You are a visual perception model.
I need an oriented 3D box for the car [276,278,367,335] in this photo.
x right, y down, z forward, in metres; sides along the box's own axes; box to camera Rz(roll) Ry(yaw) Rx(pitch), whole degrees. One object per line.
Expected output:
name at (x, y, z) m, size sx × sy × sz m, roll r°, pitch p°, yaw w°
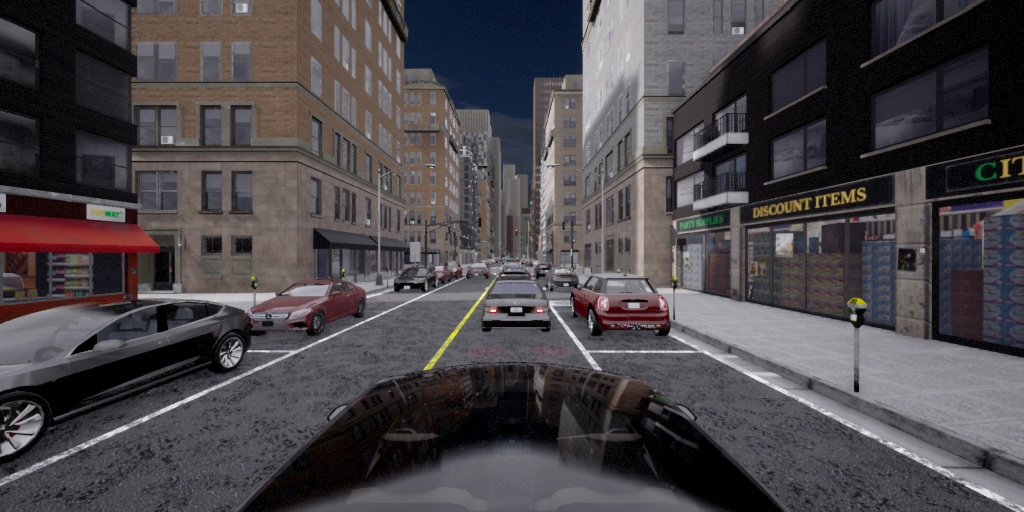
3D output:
car at (-5.649, 1.331, 10.394) m, size 1.802 × 1.307 × 4.207 m, roll 0°, pitch 0°, yaw 0°

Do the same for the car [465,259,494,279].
car at (-2.936, 1.278, 32.091) m, size 1.812 × 1.442 × 4.674 m, roll 0°, pitch 0°, yaw 1°

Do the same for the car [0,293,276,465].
car at (-5.664, 1.315, 4.892) m, size 1.948 × 1.339 × 4.313 m, roll 0°, pitch 0°, yaw 0°

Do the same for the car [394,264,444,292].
car at (-5.620, 1.316, 21.396) m, size 1.948 × 1.339 × 4.313 m, roll 0°, pitch 0°, yaw 0°

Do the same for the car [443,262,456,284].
car at (-5.605, 1.333, 26.897) m, size 1.802 × 1.307 × 4.207 m, roll 0°, pitch 0°, yaw 0°

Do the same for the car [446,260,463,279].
car at (-5.590, 1.192, 32.399) m, size 1.967 × 1.591 × 4.097 m, roll 0°, pitch 0°, yaw 0°

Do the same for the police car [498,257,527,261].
police car at (0.074, 1.178, 31.386) m, size 1.930 × 1.638 × 5.238 m, roll 0°, pitch 0°, yaw 0°

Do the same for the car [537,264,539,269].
car at (2.935, 1.319, 32.376) m, size 1.948 × 1.339 × 4.313 m, roll 0°, pitch 0°, yaw 0°

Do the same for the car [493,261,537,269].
car at (0.148, 1.242, 21.367) m, size 2.128 × 1.511 × 4.902 m, roll 0°, pitch 0°, yaw 0°

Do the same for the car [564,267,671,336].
car at (2.877, 1.189, 10.371) m, size 1.967 × 1.591 × 4.097 m, roll 0°, pitch 0°, yaw 0°

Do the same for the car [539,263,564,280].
car at (2.906, 1.301, 21.373) m, size 2.007 × 1.370 × 4.403 m, roll 0°, pitch 0°, yaw 0°

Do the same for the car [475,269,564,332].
car at (0.118, 1.297, 10.844) m, size 2.033 × 1.411 × 5.357 m, roll 0°, pitch 0°, yaw 0°
